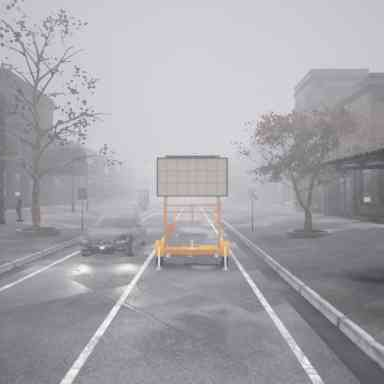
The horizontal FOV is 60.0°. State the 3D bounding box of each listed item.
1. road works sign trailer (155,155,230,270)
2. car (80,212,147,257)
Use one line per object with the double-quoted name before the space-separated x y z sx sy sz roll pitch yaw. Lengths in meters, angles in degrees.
"road works sign trailer" 0.008 0.560 11.359 2.380 3.560 2.880 0 -1 0
"car" -2.991 1.622 13.497 1.837 1.490 4.892 0 -1 0
